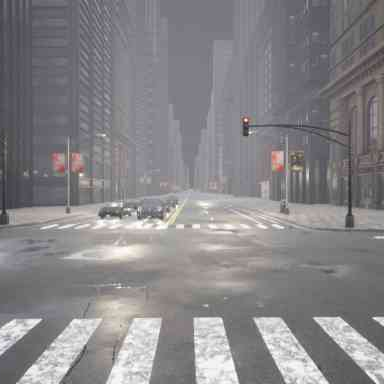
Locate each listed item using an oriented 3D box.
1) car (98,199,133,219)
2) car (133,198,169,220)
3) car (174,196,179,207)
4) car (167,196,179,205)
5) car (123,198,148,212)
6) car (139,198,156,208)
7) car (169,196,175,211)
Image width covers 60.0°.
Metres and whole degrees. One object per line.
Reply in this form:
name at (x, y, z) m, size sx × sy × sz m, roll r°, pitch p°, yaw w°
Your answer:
car at (-6.563, 1.531, 29.348) m, size 2.033 × 1.411 × 5.357 m, roll 0°, pitch 0°, yaw 4°
car at (-3.338, 1.336, 28.091) m, size 2.097 × 1.767 × 4.553 m, roll 0°, pitch 0°, yaw 0°
car at (-3.339, 1.529, 47.464) m, size 1.994 × 1.385 × 4.181 m, roll 0°, pitch 0°, yaw 0°
car at (-3.297, 1.454, 57.838) m, size 1.837 × 1.490 × 4.892 m, roll 0°, pitch 0°, yaw 0°
car at (-6.584, 1.521, 39.446) m, size 2.033 × 1.411 × 5.357 m, roll 0°, pitch 0°, yaw 0°
car at (-6.585, 1.563, 49.532) m, size 1.895 × 1.301 × 4.718 m, roll 0°, pitch 0°, yaw 0°
car at (-3.336, 1.523, 37.565) m, size 2.033 × 1.411 × 5.357 m, roll 0°, pitch 0°, yaw 0°
